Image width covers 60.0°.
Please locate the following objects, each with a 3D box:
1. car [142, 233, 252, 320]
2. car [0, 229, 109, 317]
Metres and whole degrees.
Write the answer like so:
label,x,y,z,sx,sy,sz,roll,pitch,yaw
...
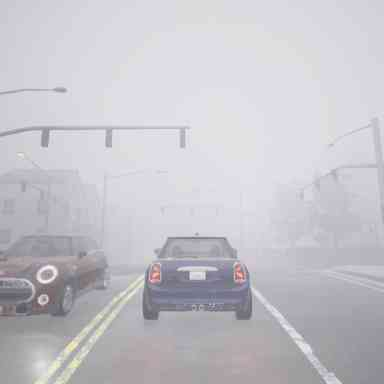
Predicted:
label,x,y,z,sx,sy,sz,roll,pitch,yaw
car,0.102,1.809,8.253,2.097,1.767,4.553,0,-7,0
car,-3.560,1.804,8.269,2.097,1.767,4.553,0,-7,0
